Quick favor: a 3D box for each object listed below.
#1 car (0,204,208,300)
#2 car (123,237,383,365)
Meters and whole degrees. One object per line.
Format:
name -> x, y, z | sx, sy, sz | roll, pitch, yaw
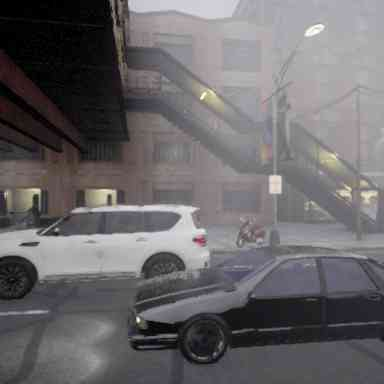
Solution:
car -> -2.316, 1.342, 8.475 | 5.566, 2.045, 2.150 | 0, -1, -9
car -> 1.663, 1.636, 5.559 | 5.357, 1.411, 2.033 | 0, -1, -9
